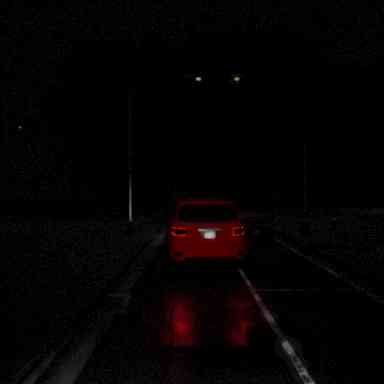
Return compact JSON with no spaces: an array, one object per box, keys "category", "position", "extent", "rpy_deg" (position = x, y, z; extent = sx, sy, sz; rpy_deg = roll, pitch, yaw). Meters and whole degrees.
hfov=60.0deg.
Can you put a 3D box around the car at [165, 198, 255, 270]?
[{"category":"car","position":[0.255,1.190,11.158],"extent":[2.150,2.045,5.566],"rpy_deg":[0,0,-4]}]

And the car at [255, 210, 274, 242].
[{"category":"car","position":[2.621,1.501,15.851],"extent":[1.887,1.381,4.507],"rpy_deg":[-1,0,0]}]

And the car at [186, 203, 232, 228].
[{"category":"car","position":[1.273,1.493,22.508],"extent":[1.994,1.385,4.181],"rpy_deg":[0,0,20]}]
